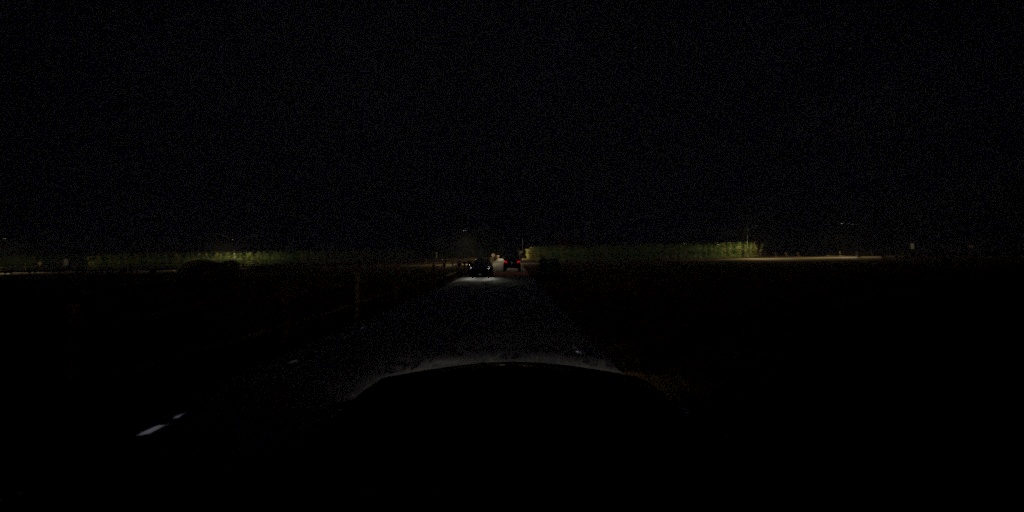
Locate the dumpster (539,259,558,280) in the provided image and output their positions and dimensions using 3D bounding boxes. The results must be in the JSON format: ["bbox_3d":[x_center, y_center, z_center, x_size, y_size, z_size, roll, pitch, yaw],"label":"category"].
[{"bbox_3d":[3.110,1.104,30.931,1.020,1.700,1.940,0,0,0],"label":"dumpster"}]

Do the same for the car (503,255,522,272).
[{"bbox_3d":[0.026,0.877,45.452,2.150,2.045,5.566,0,0,1],"label":"car"}]

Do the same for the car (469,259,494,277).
[{"bbox_3d":[-2.857,1.049,34.182,2.097,1.767,4.553,0,0,0],"label":"car"}]

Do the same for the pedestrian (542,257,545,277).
[{"bbox_3d":[2.810,0.978,31.929,0.375,1.860,0.375,0,0,-15],"label":"pedestrian"}]
